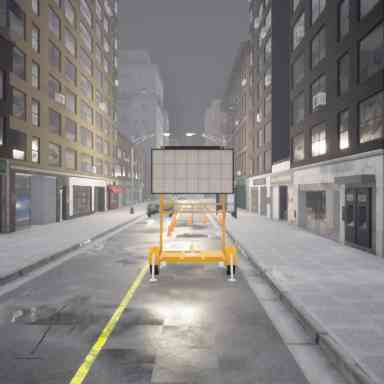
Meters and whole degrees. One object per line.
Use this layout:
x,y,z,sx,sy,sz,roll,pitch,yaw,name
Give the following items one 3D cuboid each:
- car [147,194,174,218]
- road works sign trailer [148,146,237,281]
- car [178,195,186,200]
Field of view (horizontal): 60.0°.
-2.806,1.210,30.750,2.150,2.045,5.566,0,0,0,car
0.015,0.463,9.795,2.380,3.560,2.880,0,0,0,road works sign trailer
-2.622,1.456,88.237,1.812,1.442,4.674,0,0,0,car
